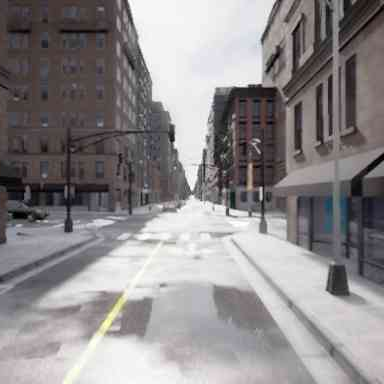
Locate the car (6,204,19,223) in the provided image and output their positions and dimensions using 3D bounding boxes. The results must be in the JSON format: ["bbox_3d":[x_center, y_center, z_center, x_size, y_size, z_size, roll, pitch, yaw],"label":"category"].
[{"bbox_3d":[-15.397,1.679,23.761,4.718,1.301,1.895,1,-1,0],"label":"car"}]

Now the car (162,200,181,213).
[{"bbox_3d":[-3.106,2.125,46.990,2.033,1.411,5.357,0,-1,0],"label":"car"}]

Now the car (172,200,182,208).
[{"bbox_3d":[-2.973,2.326,67.397,1.837,1.490,4.892,0,-1,0],"label":"car"}]

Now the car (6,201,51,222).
[{"bbox_3d":[-13.987,1.493,27.039,4.553,1.767,2.097,1,-1,-1],"label":"car"}]
